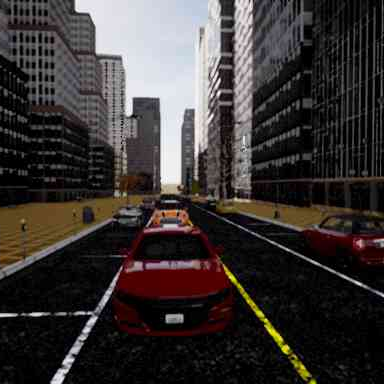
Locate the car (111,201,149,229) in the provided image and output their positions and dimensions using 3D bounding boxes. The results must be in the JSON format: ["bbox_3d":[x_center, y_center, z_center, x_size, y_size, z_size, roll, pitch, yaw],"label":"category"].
[{"bbox_3d":[-4.116,1.553,21.512,2.008,1.369,4.403,-1,0,-4],"label":"car"}]

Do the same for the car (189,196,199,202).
[{"bbox_3d":[0.469,1.571,72.788,1.752,1.417,4.829,-1,0,-4],"label":"car"}]

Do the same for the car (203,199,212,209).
[{"bbox_3d":[2.571,1.586,44.572,1.947,1.339,4.313,-1,0,-4],"label":"car"}]

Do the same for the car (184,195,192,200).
[{"bbox_3d":[-1.187,1.656,95.057,1.802,1.307,4.206,-1,0,-4],"label":"car"}]

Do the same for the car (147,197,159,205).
[{"bbox_3d":[-7.040,1.573,60.778,1.887,1.381,4.507,-1,0,-4],"label":"car"}]

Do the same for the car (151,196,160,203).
[{"bbox_3d":[-7.874,1.622,71.997,1.802,1.307,4.206,-1,0,-4],"label":"car"}]

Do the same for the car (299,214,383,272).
[{"bbox_3d":[5.074,1.445,10.916,1.967,1.590,4.097,-1,0,-4],"label":"car"}]

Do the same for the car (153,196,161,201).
[{"bbox_3d":[-8.710,1.604,83.216,2.008,1.369,4.403,-1,0,-4],"label":"car"}]

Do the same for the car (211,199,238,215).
[{"bbox_3d":[3.393,1.538,33.524,1.752,1.417,4.829,-1,0,-4],"label":"car"}]

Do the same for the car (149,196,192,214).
[{"bbox_3d":[-1.361,1.355,20.865,2.097,1.767,4.553,0,0,-5],"label":"car"}]

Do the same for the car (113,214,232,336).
[{"bbox_3d":[-0.432,1.478,7.091,1.882,1.535,5.008,0,0,-4],"label":"car"}]

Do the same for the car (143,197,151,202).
[{"bbox_3d":[-5.789,1.454,43.950,1.967,1.590,4.097,-1,0,-4],"label":"car"}]
